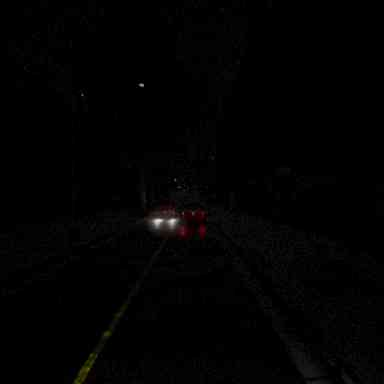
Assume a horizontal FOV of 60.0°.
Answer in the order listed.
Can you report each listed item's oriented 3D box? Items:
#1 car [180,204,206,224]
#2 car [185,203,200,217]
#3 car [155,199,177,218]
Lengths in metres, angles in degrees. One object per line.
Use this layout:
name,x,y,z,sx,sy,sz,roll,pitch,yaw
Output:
car,0.082,1.792,28.979,2.097,1.767,4.553,0,-1,0
car,0.078,2.230,41.942,1.837,1.490,4.892,0,-1,0
car,-2.868,1.853,37.975,2.150,2.045,5.566,0,-1,0
